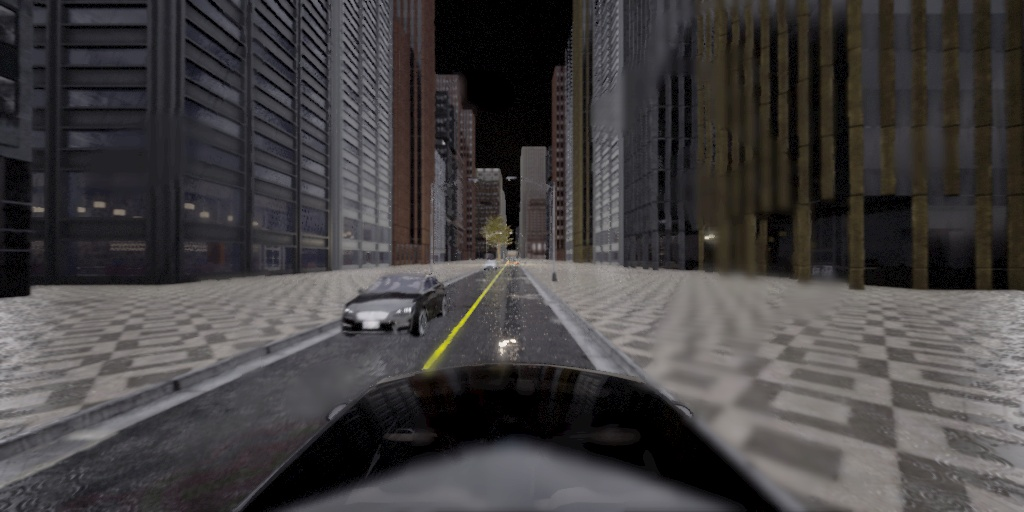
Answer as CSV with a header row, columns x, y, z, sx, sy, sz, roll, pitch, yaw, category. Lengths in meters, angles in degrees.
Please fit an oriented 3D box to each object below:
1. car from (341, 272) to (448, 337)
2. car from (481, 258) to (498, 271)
x,y,z,sx,sy,sz,roll,pitch,yaw,category
-3.100,1.247,10.345,2.128,1.511,4.902,0,0,0,car
-3.069,1.334,51.755,1.812,1.442,4.674,0,0,0,car
